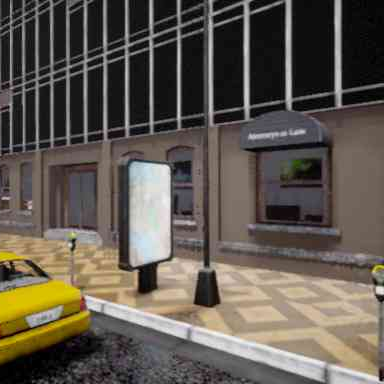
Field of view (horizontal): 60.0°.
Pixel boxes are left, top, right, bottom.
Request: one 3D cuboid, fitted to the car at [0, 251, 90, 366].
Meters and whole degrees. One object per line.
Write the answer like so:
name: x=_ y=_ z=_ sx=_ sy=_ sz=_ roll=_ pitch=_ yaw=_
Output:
car: x=-3.736 y=1.553 z=5.537 sx=4.829 sy=1.417 sz=1.752 roll=0 pitch=0 yaw=35
